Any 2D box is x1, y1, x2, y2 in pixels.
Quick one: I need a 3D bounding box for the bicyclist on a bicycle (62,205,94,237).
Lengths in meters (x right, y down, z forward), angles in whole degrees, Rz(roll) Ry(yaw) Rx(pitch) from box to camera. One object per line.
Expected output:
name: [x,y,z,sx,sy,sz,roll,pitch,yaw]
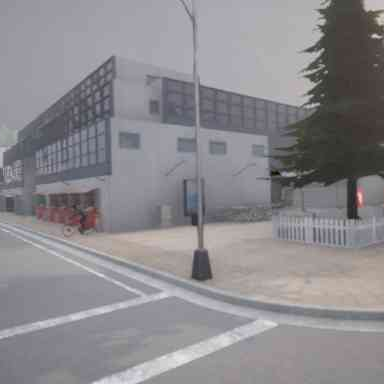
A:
bicyclist on a bicycle: [-5.891,1.469,17.176,1.656,1.620,0.582,-2,0,-37]
